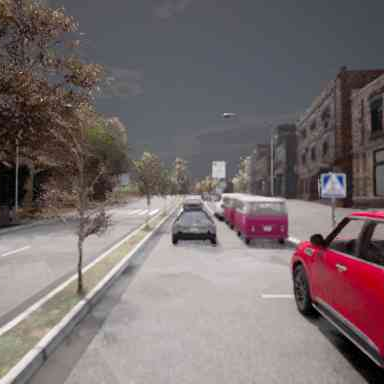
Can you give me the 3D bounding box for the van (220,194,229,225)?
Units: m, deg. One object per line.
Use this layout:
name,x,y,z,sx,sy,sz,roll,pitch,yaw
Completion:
van,3.050,1.206,21.116,1.878,1.987,4.442,0,0,0

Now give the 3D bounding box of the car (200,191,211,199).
car,2.926,0.654,73.203,2.128,1.511,4.902,0,2,0

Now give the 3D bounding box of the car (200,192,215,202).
car,2.926,1.094,65.410,2.033,1.411,5.357,0,2,0

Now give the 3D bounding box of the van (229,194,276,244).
van,3.050,1.223,15.569,1.878,1.987,4.442,0,0,0

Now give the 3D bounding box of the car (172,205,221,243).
car,0.092,1.532,15.889,1.994,1.385,4.181,0,0,0

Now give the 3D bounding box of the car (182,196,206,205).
car,0.093,1.418,31.199,1.837,1.490,4.892,0,0,0

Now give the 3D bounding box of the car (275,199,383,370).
car,3.050,1.222,4.388,2.435,2.045,5.566,0,0,0
